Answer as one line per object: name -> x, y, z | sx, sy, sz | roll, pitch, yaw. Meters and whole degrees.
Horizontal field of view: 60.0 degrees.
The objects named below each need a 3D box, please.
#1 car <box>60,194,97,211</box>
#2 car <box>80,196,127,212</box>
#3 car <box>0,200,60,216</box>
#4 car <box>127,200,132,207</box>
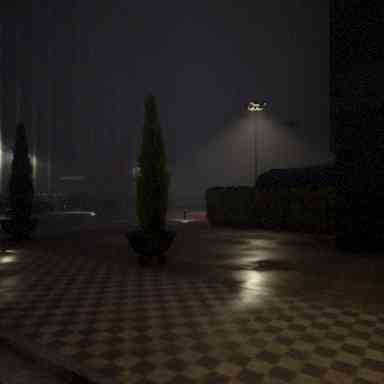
car -> -14.055, 1.221, 41.047 | 2.150, 2.045, 5.566 | 0, 0, 35
car -> -10.511, 1.505, 40.004 | 1.837, 1.490, 4.892 | 0, 0, 35
car -> -15.842, 1.505, 32.344 | 1.837, 1.490, 4.892 | 0, 0, 35
car -> -8.062, 1.491, 49.628 | 2.128, 1.511, 4.902 | 0, 0, 35
